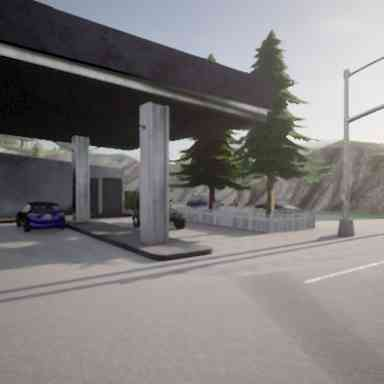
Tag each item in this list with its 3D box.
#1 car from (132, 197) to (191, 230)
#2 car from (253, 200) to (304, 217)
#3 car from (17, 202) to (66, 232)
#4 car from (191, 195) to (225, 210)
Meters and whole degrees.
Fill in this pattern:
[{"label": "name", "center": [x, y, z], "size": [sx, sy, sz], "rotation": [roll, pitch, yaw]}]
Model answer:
[{"label": "car", "center": [-2.085, 1.223, 19.831], "size": [1.905, 1.878, 3.866], "rotation": [-1, 1, -35]}, {"label": "car", "center": [6.769, 1.370, 26.249], "size": [1.994, 1.385, 4.181], "rotation": [-1, 1, -34]}, {"label": "car", "center": [-9.209, 1.400, 20.170], "size": [2.242, 1.667, 4.611], "rotation": [-1, 1, -35]}, {"label": "car", "center": [1.425, 1.064, 34.128], "size": [2.097, 1.767, 4.553], "rotation": [-1, 1, -34]}]
